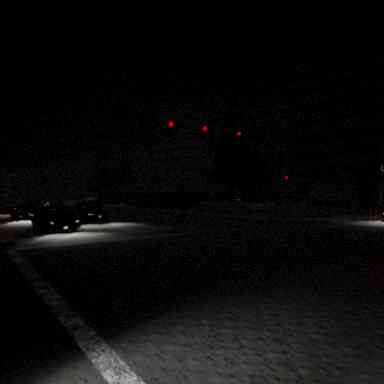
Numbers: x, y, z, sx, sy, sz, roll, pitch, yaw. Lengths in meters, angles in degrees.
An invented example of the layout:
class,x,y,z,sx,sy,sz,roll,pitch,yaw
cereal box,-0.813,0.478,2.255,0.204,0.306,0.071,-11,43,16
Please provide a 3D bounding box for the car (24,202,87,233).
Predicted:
class,x,y,z,sx,sy,sz,roll,pitch,yaw
car,-8.399,1.542,20.201,2.033,1.411,5.357,0,0,-36

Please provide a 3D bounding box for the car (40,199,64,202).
class,x,y,z,sx,sy,sz,roll,pitch,yaw
car,-13.653,1.537,33.482,2.033,1.411,5.357,0,0,-36

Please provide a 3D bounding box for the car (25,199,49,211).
class,x,y,z,sx,sy,sz,roll,pitch,yaw
car,-19.439,1.555,41.552,1.994,1.385,4.181,0,0,-36

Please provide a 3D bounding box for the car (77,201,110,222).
class,x,y,z,sx,sy,sz,roll,pitch,yaw
car,-7.919,1.493,25.512,1.837,1.490,4.892,0,0,-36

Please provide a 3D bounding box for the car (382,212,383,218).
class,x,y,z,sx,sy,sz,roll,pitch,yaw
car,16.814,1.498,25.690,5.357,1.411,2.033,0,0,-36

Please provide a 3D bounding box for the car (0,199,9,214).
class,x,y,z,sx,sy,sz,roll,pitch,yaw
car,-19.845,1.474,36.109,1.882,1.535,5.008,0,0,-36

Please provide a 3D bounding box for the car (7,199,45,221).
class,x,y,z,sx,sy,sz,roll,pitch,yaw
car,-13.802,1.559,27.694,1.994,1.385,4.181,0,0,-36
